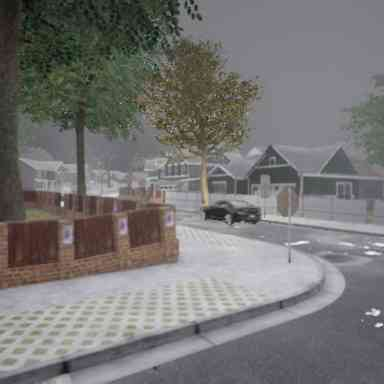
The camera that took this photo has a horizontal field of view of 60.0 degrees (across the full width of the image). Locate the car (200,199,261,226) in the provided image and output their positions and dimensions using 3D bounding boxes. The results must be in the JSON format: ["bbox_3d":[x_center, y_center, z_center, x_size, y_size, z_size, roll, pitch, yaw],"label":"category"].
[{"bbox_3d":[2.295,1.202,21.097,1.882,1.535,5.008,1,0,-27],"label":"car"}]

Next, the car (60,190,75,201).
[{"bbox_3d":[-17.757,0.490,47.207,1.812,1.442,4.674,0,1,-31],"label":"car"}]
